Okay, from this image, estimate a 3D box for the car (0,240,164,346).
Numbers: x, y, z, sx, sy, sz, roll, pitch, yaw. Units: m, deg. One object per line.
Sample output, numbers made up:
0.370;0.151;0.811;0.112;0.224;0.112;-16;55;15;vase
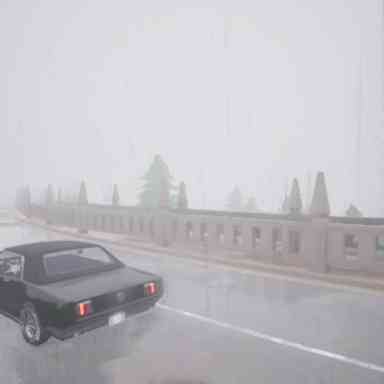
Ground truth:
-2.833;1.608;6.408;4.718;1.301;1.895;0;0;40;car
